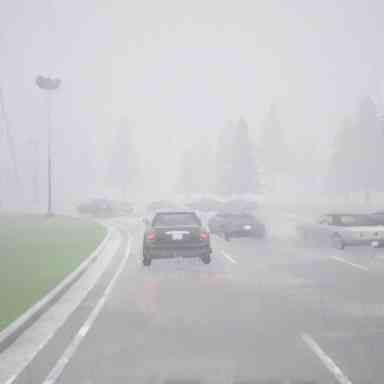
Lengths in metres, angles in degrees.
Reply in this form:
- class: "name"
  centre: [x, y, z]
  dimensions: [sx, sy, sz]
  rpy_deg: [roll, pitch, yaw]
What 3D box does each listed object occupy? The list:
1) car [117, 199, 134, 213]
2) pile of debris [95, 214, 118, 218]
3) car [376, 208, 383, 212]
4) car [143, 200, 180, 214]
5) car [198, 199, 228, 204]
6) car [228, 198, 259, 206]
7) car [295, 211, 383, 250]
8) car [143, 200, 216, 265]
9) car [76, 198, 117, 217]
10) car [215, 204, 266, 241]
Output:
- class: "car"
  centre: [-8.413, 1.533, 36.485]
  dimensions: [5.008, 1.535, 1.882]
  rpy_deg: [0, -1, 45]
- class: "pile of debris"
  centre: [-7.965, 2.229, 31.009]
  dimensions: [1.500, 0.140, 1.860]
  rpy_deg: [0, 0, -39]
- class: "car"
  centre: [9.439, 1.406, 15.273]
  dimensions: [2.128, 1.511, 4.902]
  rpy_deg: [0, 0, -8]
- class: "car"
  centre: [-3.350, 1.577, 36.053]
  dimensions: [1.994, 1.385, 4.181]
  rpy_deg: [0, 0, -39]
- class: "car"
  centre: [1.218, 1.467, 35.933]
  dimensions: [2.128, 1.511, 4.902]
  rpy_deg: [0, 0, -36]
- class: "car"
  centre: [5.150, 1.420, 36.869]
  dimensions: [1.882, 1.535, 5.008]
  rpy_deg: [0, 0, -34]
- class: "car"
  centre: [6.181, 1.544, 14.028]
  dimensions: [1.895, 1.301, 4.718]
  rpy_deg: [0, 0, -8]
- class: "car"
  centre: [-0.685, 1.353, 11.977]
  dimensions: [2.097, 1.767, 4.553]
  rpy_deg: [-1, 0, -7]
- class: "car"
  centre: [-9.664, 1.418, 32.744]
  dimensions: [2.097, 1.767, 4.553]
  rpy_deg: [-1, 0, -42]
- class: "car"
  centre: [2.107, 1.540, 16.748]
  dimensions: [1.994, 1.385, 4.181]
  rpy_deg: [0, 0, -10]
